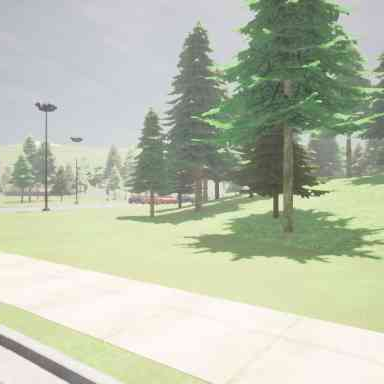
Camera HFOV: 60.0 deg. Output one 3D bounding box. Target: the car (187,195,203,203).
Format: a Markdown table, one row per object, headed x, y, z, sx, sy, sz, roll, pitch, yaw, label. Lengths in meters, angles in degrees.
| x | y | z | sx | sy | sz | roll | pitch | yaw | label |
| --- | --- | --- | --- | --- | --- | --- | --- | --- | --- |
| 1.512 | 1.578 | 67.703 | 1.994 | 1.385 | 4.181 | 0 | 0 | 36 | car |

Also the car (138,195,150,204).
| x | y | z | sx | sy | sz | roll | pitch | yaw | label |
| --- | --- | --- | --- | --- | --- | --- | --- | --- | --- |
| -7.224 | 1.367 | 61.617 | 2.097 | 1.767 | 4.553 | 0 | 0 | 37 | car |

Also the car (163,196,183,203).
| x | y | z | sx | sy | sz | roll | pitch | yaw | label |
| --- | --- | --- | --- | --- | --- | --- | --- | --- | --- |
| -4.088 | 1.570 | 71.884 | 1.994 | 1.385 | 4.181 | 0 | 0 | 36 | car |

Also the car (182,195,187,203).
| x | y | z | sx | sy | sz | roll | pitch | yaw | label |
| --- | --- | --- | --- | --- | --- | --- | --- | --- | --- |
| -1.575 | 1.367 | 69.413 | 2.097 | 1.767 | 4.553 | 0 | 0 | 36 | car |

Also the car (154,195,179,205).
| x | y | z | sx | sy | sz | roll | pitch | yaw | label |
| --- | --- | --- | --- | --- | --- | --- | --- | --- | --- |
| -4.524 | 1.366 | 59.380 | 2.097 | 1.767 | 4.553 | 0 | 0 | 37 | car |

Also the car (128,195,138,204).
| x | y | z | sx | sy | sz | roll | pitch | yaw | label |
| --- | --- | --- | --- | --- | --- | --- | --- | --- | --- |
| -9.986 | 1.368 | 63.691 | 2.097 | 1.767 | 4.553 | 0 | 0 | 37 | car |
